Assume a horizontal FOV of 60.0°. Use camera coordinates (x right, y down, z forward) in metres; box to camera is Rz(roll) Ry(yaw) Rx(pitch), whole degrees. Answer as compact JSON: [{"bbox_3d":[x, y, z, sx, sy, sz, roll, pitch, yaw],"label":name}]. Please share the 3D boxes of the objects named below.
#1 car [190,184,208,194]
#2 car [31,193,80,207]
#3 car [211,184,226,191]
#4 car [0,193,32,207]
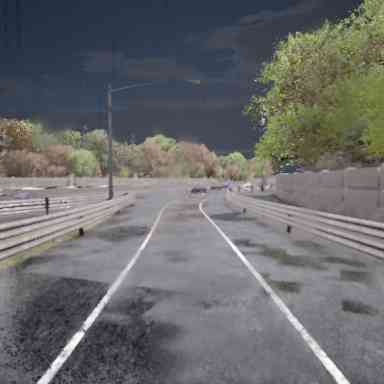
[{"bbox_3d":[1.488,-0.426,63.697,1.837,1.490,4.892,1,2,24],"label":"car"},{"bbox_3d":[-12.507,0.830,31.490,1.994,1.385,4.181,1,2,23],"label":"car"},{"bbox_3d":[6.304,-1.166,83.335,1.882,1.535,5.008,1,2,24],"label":"car"},{"bbox_3d":[-15.771,0.787,32.762,2.033,1.411,5.357,1,2,23],"label":"car"}]
